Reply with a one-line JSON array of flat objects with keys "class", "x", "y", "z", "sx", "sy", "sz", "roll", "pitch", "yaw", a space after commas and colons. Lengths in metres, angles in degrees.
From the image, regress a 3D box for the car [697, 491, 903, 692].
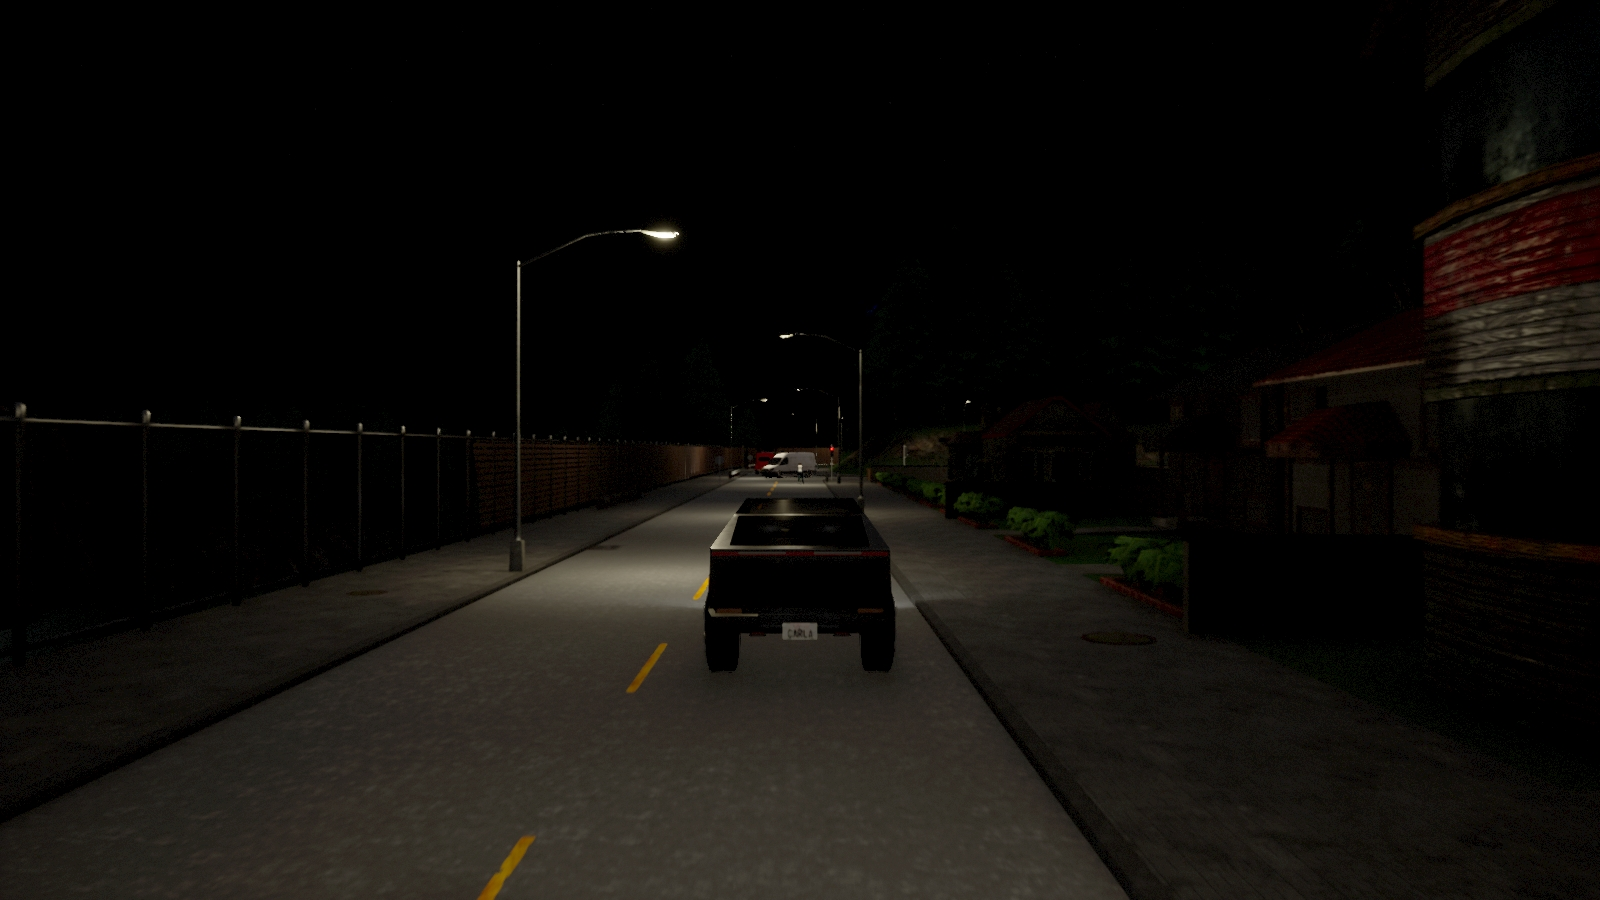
[{"class": "car", "x": -0.001, "y": 1.751, "z": 16.375, "sx": 2.390, "sy": 2.098, "sz": 6.274, "roll": 0, "pitch": 0, "yaw": 0}]
